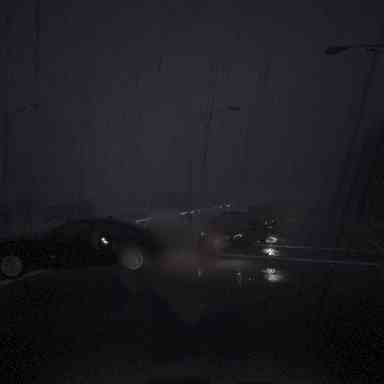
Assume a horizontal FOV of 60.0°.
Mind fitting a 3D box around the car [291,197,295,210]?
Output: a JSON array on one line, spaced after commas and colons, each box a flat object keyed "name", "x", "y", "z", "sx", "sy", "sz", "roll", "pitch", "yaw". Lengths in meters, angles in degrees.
[{"name": "car", "x": 9.924, "y": 1.545, "z": 36.465, "sx": 1.994, "sy": 1.385, "sz": 4.181, "roll": 0, "pitch": 0, "yaw": 19}]

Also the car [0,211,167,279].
[{"name": "car", "x": -3.255, "y": 1.476, "z": 9.829, "sx": 5.008, "sy": 1.535, "sz": 1.882, "roll": 0, "pitch": 0, "yaw": -15}]

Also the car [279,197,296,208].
[{"name": "car", "x": 13.716, "y": 1.470, "z": 47.584, "sx": 2.128, "sy": 1.511, "sz": 4.902, "roll": 0, "pitch": 0, "yaw": 19}]

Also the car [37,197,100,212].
[{"name": "car", "x": -8.942, "y": 1.356, "z": 24.187, "sx": 3.633, "sy": 1.501, "sz": 1.845, "roll": 0, "pitch": 0, "yaw": 19}]

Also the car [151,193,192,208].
[{"name": "car", "x": -2.810, "y": 1.076, "z": 41.731, "sx": 4.605, "sy": 1.855, "sz": 1.932, "roll": 0, "pitch": 0, "yaw": 19}]

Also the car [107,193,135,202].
[{"name": "car", "x": -13.569, "y": 1.048, "z": 65.307, "sx": 4.605, "sy": 1.855, "sz": 1.932, "roll": 0, "pitch": 0, "yaw": 19}]

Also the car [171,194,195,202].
[{"name": "car", "x": -1.853, "y": 1.260, "z": 68.644, "sx": 4.514, "sy": 1.523, "sz": 2.007, "roll": 0, "pitch": 0, "yaw": 19}]

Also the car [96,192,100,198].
[{"name": "car", "x": -21.607, "y": 1.300, "z": 68.010, "sx": 3.806, "sy": 1.475, "sz": 1.970, "roll": 0, "pitch": 0, "yaw": 19}]

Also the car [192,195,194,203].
[{"name": "car", "x": -2.262, "y": 1.054, "z": 44.614, "sx": 3.866, "sy": 1.878, "sz": 1.905, "roll": 0, "pitch": 0, "yaw": 19}]

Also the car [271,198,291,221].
[{"name": "car", "x": 5.967, "y": 1.476, "z": 24.877, "sx": 2.128, "sy": 1.511, "sz": 4.902, "roll": 0, "pitch": 0, "yaw": 19}]

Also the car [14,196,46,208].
[{"name": "car", "x": -21.533, "y": 1.274, "z": 44.304, "sx": 3.633, "sy": 1.501, "sz": 1.845, "roll": 0, "pitch": 0, "yaw": 19}]

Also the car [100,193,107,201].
[{"name": "car", "x": -19.954, "y": 1.016, "z": 70.958, "sx": 3.866, "sy": 1.878, "sz": 1.905, "roll": 0, "pitch": 0, "yaw": 19}]

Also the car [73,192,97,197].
[{"name": "car", "x": -18.265, "y": 1.250, "z": 53.748, "sx": 4.514, "sy": 1.523, "sz": 2.007, "roll": 0, "pitch": 0, "yaw": 19}]

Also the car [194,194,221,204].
[{"name": "car", "x": 1.869, "y": 1.128, "z": 56.723, "sx": 5.027, "sy": 1.636, "sz": 2.152, "roll": 0, "pitch": 0, "yaw": 19}]

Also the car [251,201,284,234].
[{"name": "car", "x": 4.036, "y": 1.491, "z": 19.237, "sx": 1.837, "sy": 1.490, "sz": 4.892, "roll": 0, "pitch": 0, "yaw": 19}]

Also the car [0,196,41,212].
[{"name": "car", "x": -15.003, "y": 1.356, "z": 29.404, "sx": 3.806, "sy": 1.475, "sz": 1.970, "roll": 0, "pitch": 0, "yaw": 19}]

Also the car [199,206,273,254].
[{"name": "car", "x": 1.871, "y": 1.515, "z": 13.836, "sx": 1.812, "sy": 1.442, "sz": 4.674, "roll": 0, "pitch": 0, "yaw": 25}]

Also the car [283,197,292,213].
[{"name": "car", "x": 7.864, "y": 1.488, "z": 30.434, "sx": 1.837, "sy": 1.490, "sz": 4.892, "roll": 0, "pitch": 0, "yaw": 19}]
